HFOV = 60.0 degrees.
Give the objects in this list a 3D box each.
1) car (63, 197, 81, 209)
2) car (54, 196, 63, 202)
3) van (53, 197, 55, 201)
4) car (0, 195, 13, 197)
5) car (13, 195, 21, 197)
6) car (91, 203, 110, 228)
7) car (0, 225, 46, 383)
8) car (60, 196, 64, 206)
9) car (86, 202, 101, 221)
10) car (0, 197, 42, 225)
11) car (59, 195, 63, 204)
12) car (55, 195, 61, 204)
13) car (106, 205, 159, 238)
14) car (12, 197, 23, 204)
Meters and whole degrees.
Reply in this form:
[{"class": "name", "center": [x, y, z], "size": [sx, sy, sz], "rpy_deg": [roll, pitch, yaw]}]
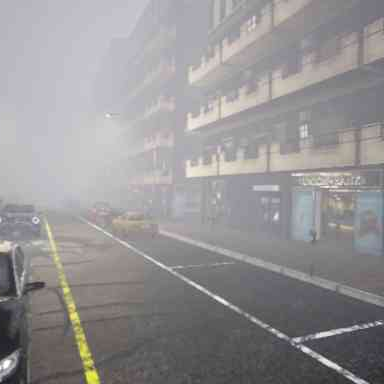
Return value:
[{"class": "car", "center": [-17.353, 1.762, 48.782], "size": [1.947, 1.339, 4.313], "rpy_deg": [1, 0, -25]}, {"class": "car", "center": [-33.868, 1.812, 84.349], "size": [2.008, 1.369, 4.403], "rpy_deg": [1, 0, -25]}, {"class": "van", "center": [-31.507, 1.593, 79.269], "size": [1.690, 1.788, 3.998], "rpy_deg": [1, 0, -25]}, {"class": "car", "center": [-17.884, 1.283, 30.039], "size": [2.192, 1.841, 5.009], "rpy_deg": [1, 0, -25]}, {"class": "car", "center": [-29.682, 1.563, 55.442], "size": [2.008, 1.369, 4.403], "rpy_deg": [1, 0, -25]}, {"class": "car", "center": [-5.557, 1.718, 23.377], "size": [1.947, 1.339, 4.313], "rpy_deg": [1, 0, -25]}, {"class": "car", "center": [-3.121, 1.478, 4.431], "size": [2.128, 1.511, 4.902], "rpy_deg": [2, -1, -25]}, {"class": "car", "center": [-19.713, 1.756, 53.864], "size": [2.008, 1.369, 4.403], "rpy_deg": [1, 0, -25]}, {"class": "car", "center": [-7.915, 1.601, 28.459], "size": [1.967, 1.590, 4.097], "rpy_deg": [1, 0, -25]}, {"class": "car", "center": [-9.134, 1.361, 17.612], "size": [2.097, 1.767, 4.553], "rpy_deg": [2, -1, -25]}, {"class": "car", "center": [-22.143, 1.740, 59.099], "size": [1.752, 1.417, 4.829], "rpy_deg": [1, 0, -25]}, {"class": "car", "center": [-26.789, 1.673, 69.107], "size": [1.967, 1.590, 4.097], "rpy_deg": [1, 0, -25]}, {"class": "car", "center": [-3.268, 1.670, 18.450], "size": [1.752, 1.417, 4.829], "rpy_deg": [1, 0, -25]}, {"class": "car", "center": [-34.401, 1.612, 65.604], "size": [1.802, 1.307, 4.206], "rpy_deg": [1, 0, -25]}]
